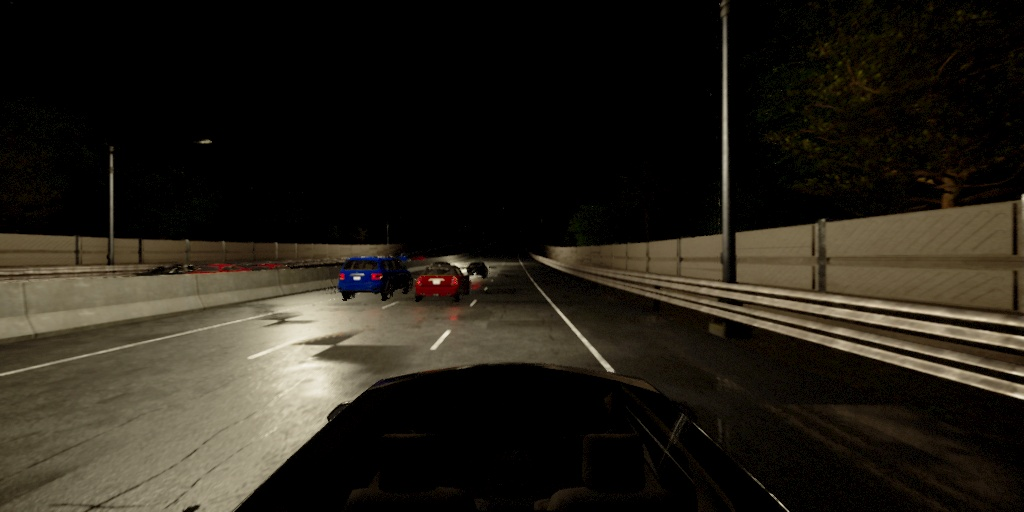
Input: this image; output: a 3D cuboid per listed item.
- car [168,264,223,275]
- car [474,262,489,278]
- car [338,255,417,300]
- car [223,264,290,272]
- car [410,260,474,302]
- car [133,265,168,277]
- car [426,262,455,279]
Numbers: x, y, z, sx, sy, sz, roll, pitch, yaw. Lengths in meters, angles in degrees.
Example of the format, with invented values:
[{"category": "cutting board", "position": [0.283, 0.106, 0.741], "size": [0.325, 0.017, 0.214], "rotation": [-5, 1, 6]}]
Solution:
[{"category": "car", "position": [-21.067, 1.364, 25.639], "size": [1.882, 1.535, 5.008], "rotation": [0, 0, 0]}, {"category": "car", "position": [-3.357, 1.346, 35.024], "size": [1.837, 1.490, 4.892], "rotation": [0, 0, 0]}, {"category": "car", "position": [-6.879, 1.097, 18.607], "size": [2.150, 2.045, 5.566], "rotation": [0, 0, 0]}, {"category": "car", "position": [-17.567, 1.364, 25.660], "size": [1.882, 1.535, 5.008], "rotation": [0, 0, 0]}, {"category": "car", "position": [-3.381, 1.225, 18.199], "size": [2.097, 1.767, 4.553], "rotation": [0, 0, 0]}, {"category": "car", "position": [-24.566, 1.391, 26.019], "size": [1.837, 1.490, 4.892], "rotation": [0, 0, 0]}, {"category": "car", "position": [-6.857, 1.345, 35.058], "size": [1.837, 1.490, 4.892], "rotation": [0, 0, 0]}]
